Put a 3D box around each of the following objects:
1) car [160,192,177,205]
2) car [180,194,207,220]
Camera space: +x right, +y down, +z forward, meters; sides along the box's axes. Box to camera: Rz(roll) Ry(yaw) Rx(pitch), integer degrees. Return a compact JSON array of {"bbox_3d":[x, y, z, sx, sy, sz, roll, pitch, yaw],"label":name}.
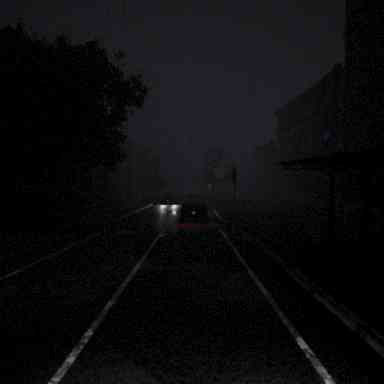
[{"bbox_3d":[-2.998,0.839,43.955,1.837,1.490,4.892,0,1,1],"label":"car"},{"bbox_3d":[0.123,1.196,24.697,1.882,1.535,5.008,0,1,0],"label":"car"}]
